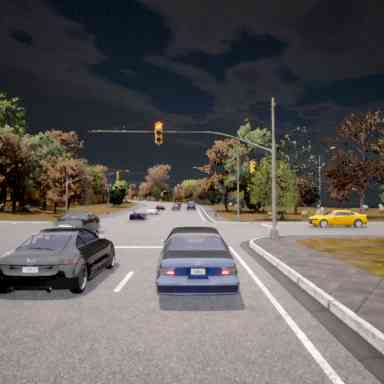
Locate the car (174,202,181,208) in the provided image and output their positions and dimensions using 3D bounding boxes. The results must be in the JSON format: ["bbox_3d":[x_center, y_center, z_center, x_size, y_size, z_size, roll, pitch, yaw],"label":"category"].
[{"bbox_3d":[-3.845,3.433,88.309,1.837,1.490,4.892,0,0,-4],"label":"car"}]

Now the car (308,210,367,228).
[{"bbox_3d":[12.965,2.369,29.720,5.008,1.535,1.882,0,-3,-2],"label":"car"}]

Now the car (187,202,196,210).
[{"bbox_3d":[-0.200,3.314,77.872,2.097,1.767,4.553,0,0,0],"label":"car"}]

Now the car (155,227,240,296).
[{"bbox_3d":[0.069,1.647,8.991,2.033,1.411,5.357,0,-1,-1],"label":"car"}]

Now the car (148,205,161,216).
[{"bbox_3d":[-7.232,3.482,60.406,1.812,1.442,4.674,0,-1,0],"label":"car"}]

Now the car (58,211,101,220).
[{"bbox_3d":[-7.154,1.984,21.011,2.128,1.511,4.902,0,-3,0],"label":"car"}]

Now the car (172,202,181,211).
[{"bbox_3d":[-3.697,3.494,77.083,1.812,1.442,4.674,0,0,0],"label":"car"}]

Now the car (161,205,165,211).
[{"bbox_3d":[-7.193,3.570,75.491,1.895,1.301,4.718,0,0,0],"label":"car"}]

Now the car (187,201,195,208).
[{"bbox_3d":[-0.321,3.248,88.051,1.882,1.535,5.008,0,0,-4],"label":"car"}]

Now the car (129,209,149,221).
[{"bbox_3d":[-7.083,3.124,43.606,1.895,1.301,4.718,0,-2,-3],"label":"car"}]

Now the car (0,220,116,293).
[{"bbox_3d":[-3.444,1.666,9.100,1.994,1.385,4.181,0,-1,0],"label":"car"}]
